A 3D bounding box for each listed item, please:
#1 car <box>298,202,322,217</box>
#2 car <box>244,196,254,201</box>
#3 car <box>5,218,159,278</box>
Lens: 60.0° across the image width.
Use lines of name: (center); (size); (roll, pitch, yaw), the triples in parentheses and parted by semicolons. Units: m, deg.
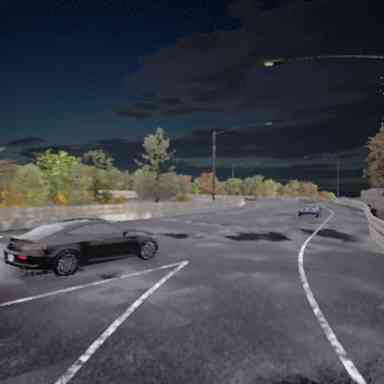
car: (11.796, 1.715, 33.201); (2.033, 1.411, 5.357); (1, 0, 25)
car: (15.926, 1.900, 92.860); (1.895, 1.301, 4.718); (1, 0, -5)
car: (-3.099, 1.514, 10.192); (1.812, 1.442, 4.674); (1, 0, 40)
